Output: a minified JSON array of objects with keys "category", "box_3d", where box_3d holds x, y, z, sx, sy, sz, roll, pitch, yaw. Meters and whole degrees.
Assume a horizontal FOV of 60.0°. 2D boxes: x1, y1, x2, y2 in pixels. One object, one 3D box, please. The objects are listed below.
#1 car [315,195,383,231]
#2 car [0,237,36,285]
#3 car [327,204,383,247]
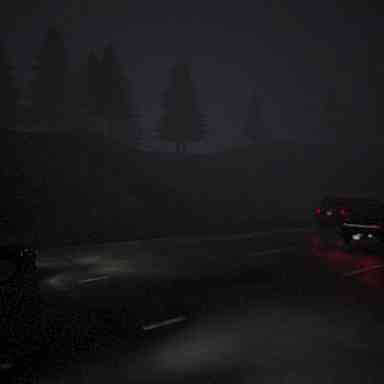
[{"category":"car","box_3d":[9.386,1.194,18.982,5.566,2.045,2.150,0,0,-35]},{"category":"car","box_3d":[-6.398,1.479,7.780,5.008,1.535,1.882,0,0,-36]},{"category":"car","box_3d":[8.102,1.469,13.792,4.902,1.511,2.128,0,0,-35]}]
